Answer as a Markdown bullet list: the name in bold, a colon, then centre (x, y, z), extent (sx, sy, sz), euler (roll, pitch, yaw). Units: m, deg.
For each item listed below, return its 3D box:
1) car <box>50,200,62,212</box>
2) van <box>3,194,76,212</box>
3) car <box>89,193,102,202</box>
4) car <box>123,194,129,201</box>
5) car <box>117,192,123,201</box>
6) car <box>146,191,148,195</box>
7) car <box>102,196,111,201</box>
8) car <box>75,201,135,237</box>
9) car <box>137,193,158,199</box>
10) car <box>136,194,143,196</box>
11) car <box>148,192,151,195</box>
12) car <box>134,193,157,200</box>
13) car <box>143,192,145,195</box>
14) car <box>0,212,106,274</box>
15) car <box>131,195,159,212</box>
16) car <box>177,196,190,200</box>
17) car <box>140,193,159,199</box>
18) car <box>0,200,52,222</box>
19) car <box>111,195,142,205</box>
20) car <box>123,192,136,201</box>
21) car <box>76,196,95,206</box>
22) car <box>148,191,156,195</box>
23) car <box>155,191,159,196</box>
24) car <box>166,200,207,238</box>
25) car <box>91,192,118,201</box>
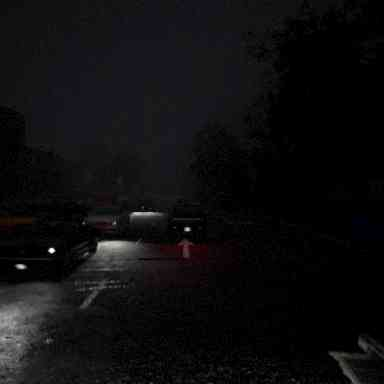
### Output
- **car**: centre (-9.835, 1.422, 18.365), extent (4.674, 1.452, 2.002), euler (-1, 0, -22)
- **van**: centre (-10.025, 1.140, 21.317), extent (4.442, 1.987, 1.878), euler (-1, 1, -22)
- **car**: centre (-10.114, 1.204, 27.365), extent (4.553, 1.767, 2.185), euler (-1, 0, -22)
- **car**: centre (-10.368, 1.293, 39.396), extent (4.792, 1.488, 2.163), euler (-1, 0, -22)
- **car**: centre (-10.285, 1.152, 36.382), extent (4.553, 1.767, 2.185), euler (-1, 1, -21)
- **car**: centre (-10.965, 1.056, 60.379), extent (4.553, 1.767, 2.185), euler (-1, 0, -22)
- **car**: centre (-10.160, 1.352, 30.375), extent (4.674, 1.452, 2.002), euler (-1, 0, -22)
- **car**: centre (-4.430, 1.427, 17.658), extent (1.812, 1.442, 4.674), euler (0, 0, -2)
- **car**: centre (-11.997, 1.105, 90.326), extent (5.366, 1.575, 1.946), euler (-1, 1, -22)
- **car**: centre (-10.450, 1.217, 48.456), extent (5.366, 1.575, 1.946), euler (-1, 0, -21)
- **car**: centre (-10.986, 1.202, 63.400), extent (4.792, 1.488, 2.163), euler (-1, 0, -22)
- **car**: centre (-11.363, 1.127, 81.455), extent (5.366, 1.575, 1.946), euler (-1, 0, -22)
- **car**: centre (-10.690, 0.960, 51.407), extent (5.566, 2.045, 2.435), euler (-1, 0, -22)
- **car**: centre (-4.315, 1.541, 10.487), extent (1.895, 1.301, 4.718), euler (0, 0, -2)
- **car**: centre (-4.945, 1.360, 35.342), extent (1.994, 1.385, 4.181), euler (0, 0, -1)
- **car**: centre (-1.242, 1.258, 48.206), extent (1.812, 1.442, 4.674), euler (0, 0, -2)
- **car**: centre (-11.944, 1.067, 93.397), extent (5.008, 1.535, 2.097), euler (-1, 0, -22)
- **car**: centre (-9.569, 1.394, 15.430), extent (5.366, 1.575, 1.946), euler (-1, 0, -22)
- **car**: centre (-10.772, 1.240, 54.385), extent (4.674, 1.452, 2.002), euler (-1, 1, -21)
- **car**: centre (-10.447, 0.997, 42.394), extent (5.566, 2.045, 2.435), euler (-1, 0, -21)
- **car**: centre (-9.990, 1.346, 24.365), extent (5.008, 1.535, 2.097), euler (-1, 1, -22)
- **car**: centre (-11.361, 1.147, 75.387), extent (4.892, 1.521, 2.231), euler (-1, 0, -22)
- **car**: centre (-11.271, 1.134, 78.455), extent (5.366, 1.575, 1.946), euler (-1, 0, -22)
- **car**: centre (-0.263, 1.391, 16.831), extent (2.128, 1.511, 4.902), euler (0, 0, -2)
- **car**: centre (-10.207, 1.169, 33.382), extent (4.553, 1.767, 2.185), euler (-1, 1, -21)
